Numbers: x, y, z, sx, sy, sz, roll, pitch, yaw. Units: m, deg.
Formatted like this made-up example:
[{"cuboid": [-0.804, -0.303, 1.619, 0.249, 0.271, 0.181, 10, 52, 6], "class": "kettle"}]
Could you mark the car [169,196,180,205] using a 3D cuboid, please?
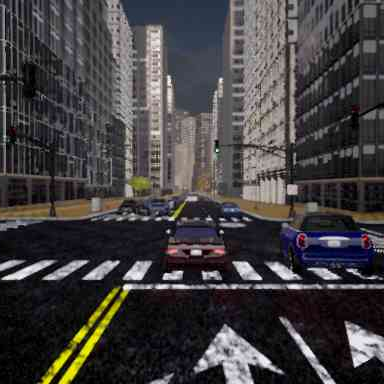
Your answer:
[{"cuboid": [-3.261, 1.562, 62.684, 1.837, 1.490, 4.892, 0, 0, 0], "class": "car"}]

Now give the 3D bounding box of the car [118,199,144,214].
[{"cuboid": [-6.599, 1.545, 35.543, 1.837, 1.490, 4.892, 0, 0, 0], "class": "car"}]

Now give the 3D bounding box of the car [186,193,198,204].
[{"cuboid": [-0.011, 1.280, 65.873, 2.150, 2.045, 5.566, 0, 0, 0], "class": "car"}]

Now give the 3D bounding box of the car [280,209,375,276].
[{"cuboid": [4.053, 1.419, 10.706, 2.097, 1.767, 4.553, -1, -2, 10], "class": "car"}]

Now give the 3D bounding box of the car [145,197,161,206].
[{"cuboid": [-6.510, 1.601, 56.093, 2.033, 1.411, 5.357, 0, 0, 0], "class": "car"}]

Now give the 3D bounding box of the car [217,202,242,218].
[{"cuboid": [3.354, 1.584, 30.192, 2.033, 1.411, 5.357, 0, 0, 0], "class": "car"}]

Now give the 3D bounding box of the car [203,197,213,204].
[{"cuboid": [3.239, 1.660, 66.714, 1.895, 1.301, 4.718, 0, 0, 0], "class": "car"}]

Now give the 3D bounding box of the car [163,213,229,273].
[{"cuboid": [0.106, 1.618, 10.859, 2.033, 1.411, 5.357, 0, -1, 0], "class": "car"}]

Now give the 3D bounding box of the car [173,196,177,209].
[{"cuboid": [-3.332, 1.571, 42.629, 1.812, 1.442, 4.674, 0, 0, 0], "class": "car"}]

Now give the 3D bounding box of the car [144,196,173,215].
[{"cuboid": [-3.327, 1.390, 33.709, 2.097, 1.767, 4.553, 0, 0, -1], "class": "car"}]

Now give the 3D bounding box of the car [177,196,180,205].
[{"cuboid": [-3.259, 1.653, 52.605, 1.895, 1.301, 4.718, 0, 0, 0], "class": "car"}]

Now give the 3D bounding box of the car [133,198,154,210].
[{"cuboid": [-6.568, 1.594, 45.423, 2.033, 1.411, 5.357, 0, 0, 0], "class": "car"}]
